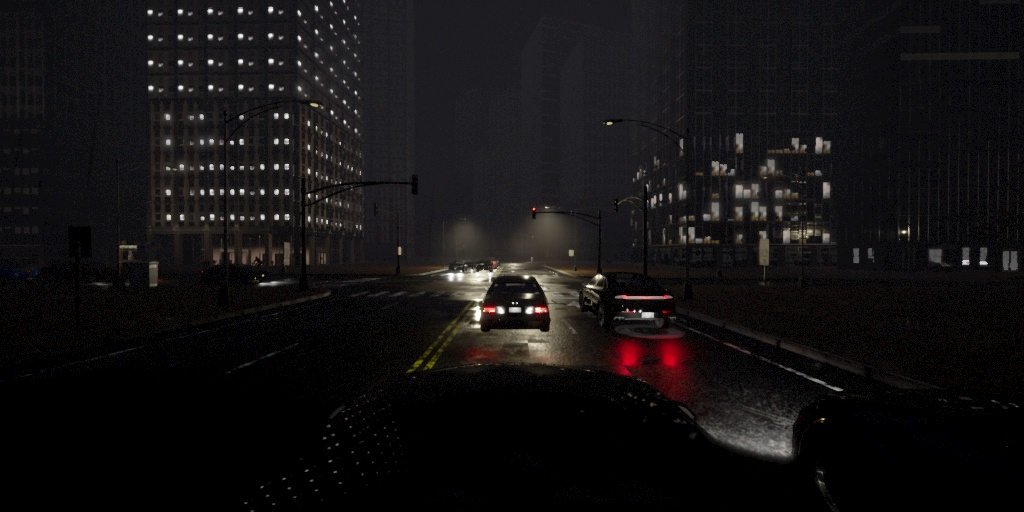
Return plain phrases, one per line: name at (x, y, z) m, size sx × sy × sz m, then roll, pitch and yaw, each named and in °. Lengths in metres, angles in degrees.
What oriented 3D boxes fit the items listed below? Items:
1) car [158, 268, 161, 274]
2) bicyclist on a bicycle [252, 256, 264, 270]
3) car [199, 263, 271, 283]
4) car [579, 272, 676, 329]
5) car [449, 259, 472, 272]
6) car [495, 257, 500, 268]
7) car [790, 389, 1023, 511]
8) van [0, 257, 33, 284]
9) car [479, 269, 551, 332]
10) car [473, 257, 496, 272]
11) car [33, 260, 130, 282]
car at (-31.968, 1.180, 29.467) m, size 4.718 × 1.301 × 1.895 m, roll 0°, pitch 0°, yaw 1°
bicyclist on a bicycle at (-24.701, 0.867, 34.818) m, size 0.582 × 1.620 × 1.656 m, roll 0°, pitch 1°, yaw 1°
car at (-19.986, 1.227, 25.964) m, size 4.181 × 1.385 × 1.994 m, roll 0°, pitch 0°, yaw 1°
car at (3.347, 1.238, 11.230) m, size 2.128 × 1.511 × 4.902 m, roll 0°, pitch 0°, yaw 0°
car at (-6.583, 1.205, 44.284) m, size 2.128 × 1.511 × 4.902 m, roll 0°, pitch 0°, yaw 0°
car at (-3.327, 1.046, 54.320) m, size 2.097 × 1.767 × 4.553 m, roll 0°, pitch 0°, yaw 0°
car at (3.350, 1.314, 1.299) m, size 1.994 × 1.385 × 4.181 m, roll 0°, pitch 0°, yaw 0°
van at (-33.932, 0.959, 23.729) m, size 3.998 × 1.789 × 1.690 m, roll 0°, pitch 0°, yaw 1°
car at (0.100, 1.294, 10.813) m, size 2.033 × 1.411 × 5.357 m, roll 0°, pitch 0°, yaw 1°
car at (-3.335, 1.218, 44.546) m, size 1.837 × 1.490 × 4.892 m, roll 0°, pitch 0°, yaw 0°
car at (-31.188, 1.088, 26.245) m, size 5.008 × 1.535 × 1.882 m, roll 0°, pitch 0°, yaw 2°
